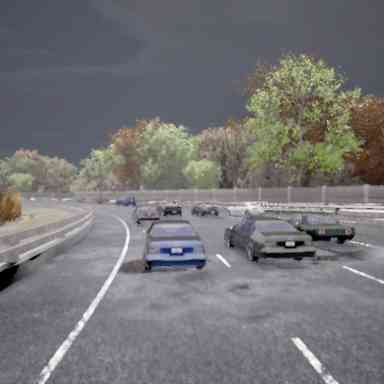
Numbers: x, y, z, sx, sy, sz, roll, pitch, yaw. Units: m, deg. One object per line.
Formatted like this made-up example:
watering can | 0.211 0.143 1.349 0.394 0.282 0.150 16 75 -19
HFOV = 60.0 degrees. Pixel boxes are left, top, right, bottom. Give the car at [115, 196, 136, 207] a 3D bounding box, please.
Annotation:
car | -12.559 1.780 62.933 2.150 2.045 5.566 0 -1 -36

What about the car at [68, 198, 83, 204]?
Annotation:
car | -28.821 2.192 81.959 4.553 1.767 2.097 -1 -1 44

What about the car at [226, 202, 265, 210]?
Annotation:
car | 5.394 1.782 34.139 1.812 1.442 4.674 0 -1 -36

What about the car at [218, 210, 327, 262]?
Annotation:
car | 2.651 1.649 12.617 2.033 1.411 5.357 0 0 -8

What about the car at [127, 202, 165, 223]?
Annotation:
car | -3.935 1.809 27.822 2.033 1.411 5.357 0 0 -16

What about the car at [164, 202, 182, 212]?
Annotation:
car | -2.501 1.794 34.794 1.882 1.535 5.008 0 -1 -19

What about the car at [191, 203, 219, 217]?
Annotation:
car | 1.296 1.824 34.431 1.812 1.442 4.674 0 -1 -18

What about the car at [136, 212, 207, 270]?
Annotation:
car | -0.717 1.652 11.484 2.033 1.411 5.357 0 -1 -7

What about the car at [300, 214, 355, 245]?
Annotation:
car | 5.655 1.721 16.156 1.895 1.301 4.718 0 -1 -8
